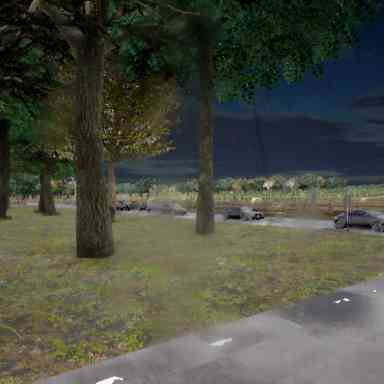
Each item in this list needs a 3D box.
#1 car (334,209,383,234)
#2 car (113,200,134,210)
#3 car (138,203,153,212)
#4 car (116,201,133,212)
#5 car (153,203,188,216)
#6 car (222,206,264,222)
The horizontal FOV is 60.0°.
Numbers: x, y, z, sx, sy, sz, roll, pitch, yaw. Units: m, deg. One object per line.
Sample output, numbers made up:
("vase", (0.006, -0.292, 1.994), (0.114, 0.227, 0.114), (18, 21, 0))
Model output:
("car", (11.242, 1.799, 21.214), (1.994, 1.385, 4.181), (-1, 0, -30))
("car", (-12.490, 2.348, 60.472), (2.097, 1.767, 4.553), (-1, 0, -35))
("car", (-6.973, 2.396, 52.730), (1.994, 1.385, 4.181), (-1, 0, -34))
("car", (-11.783, 2.556, 54.693), (1.895, 1.301, 4.718), (-1, 0, -35))
("car", (-2.459, 2.179, 41.276), (1.837, 1.490, 4.892), (-1, 0, -35))
("car", (4.720, 2.012, 31.067), (1.994, 1.385, 4.181), (-1, 0, -35))
